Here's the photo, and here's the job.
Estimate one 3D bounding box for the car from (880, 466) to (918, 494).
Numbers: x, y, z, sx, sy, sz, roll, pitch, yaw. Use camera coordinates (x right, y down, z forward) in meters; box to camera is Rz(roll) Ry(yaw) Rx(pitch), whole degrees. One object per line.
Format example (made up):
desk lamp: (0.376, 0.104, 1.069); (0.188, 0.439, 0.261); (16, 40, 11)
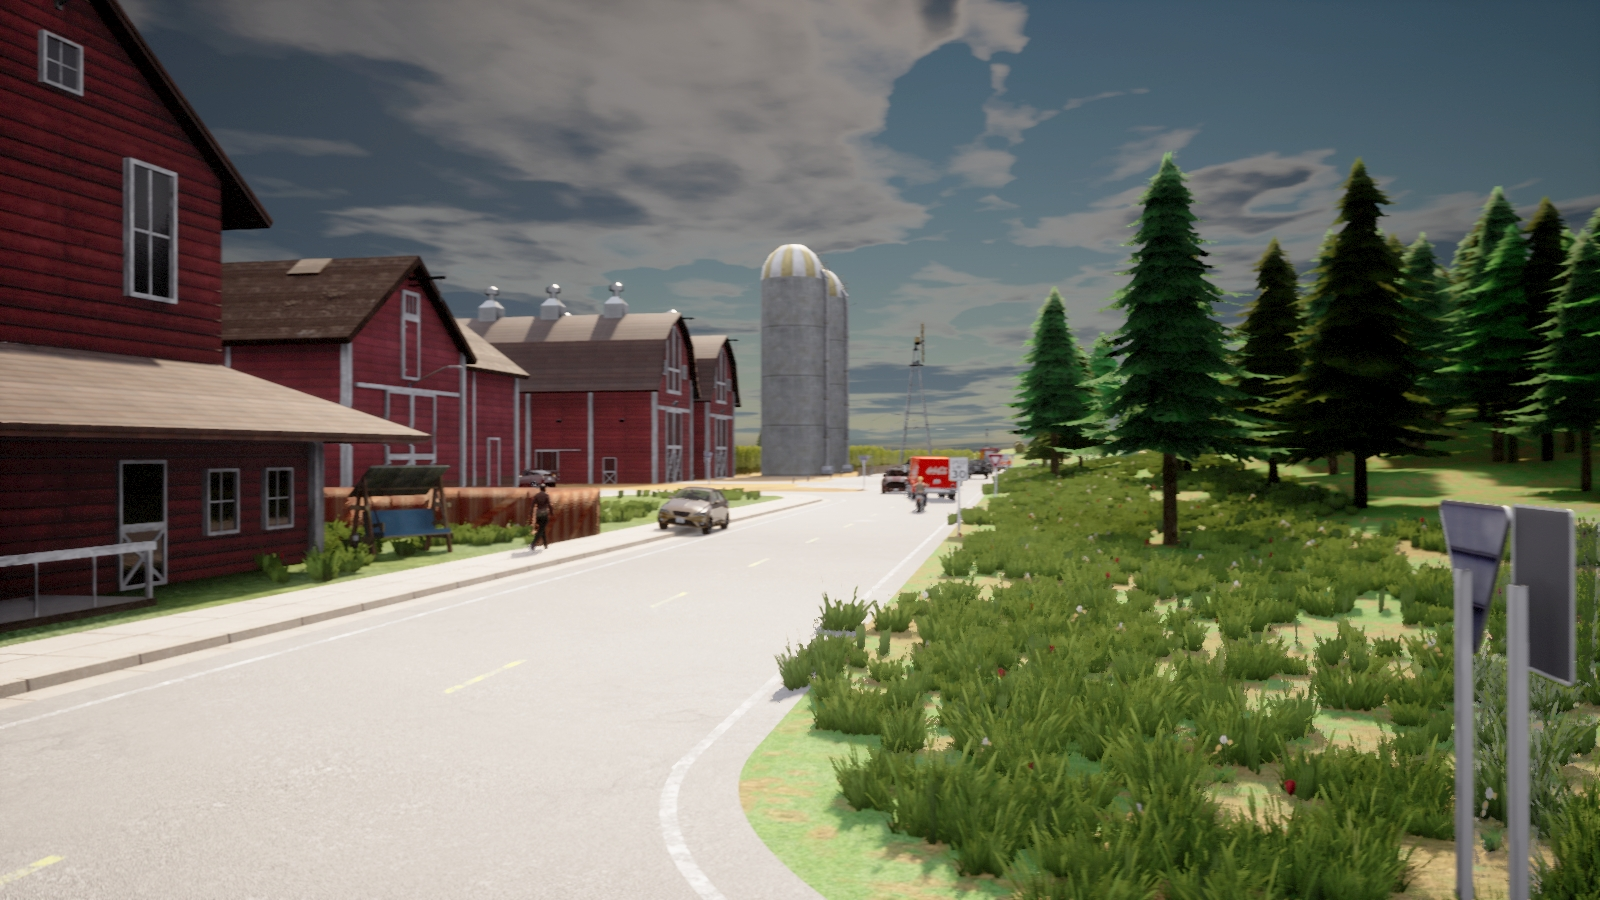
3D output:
car: (6.676, 2.006, 76.670); (2.097, 1.767, 4.553); (0, 0, 11)

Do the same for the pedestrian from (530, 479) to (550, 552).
pedestrian: (-6.714, 1.681, 29.550); (0.375, 1.860, 0.375); (0, 0, 14)

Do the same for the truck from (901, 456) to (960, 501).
truck: (7.591, 1.625, 67.042); (2.627, 2.467, 5.204); (1, 1, -3)
